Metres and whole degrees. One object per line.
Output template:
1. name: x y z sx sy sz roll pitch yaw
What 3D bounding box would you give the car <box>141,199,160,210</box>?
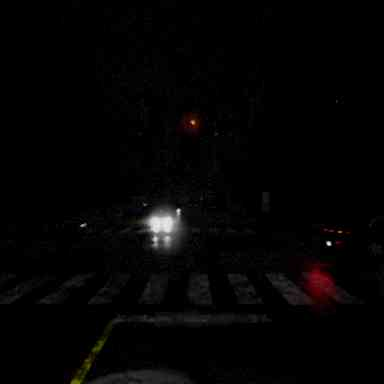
1. car: -5.302 1.586 43.162 1.947 1.339 4.313 0 0 0

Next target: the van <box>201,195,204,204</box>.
1. van: 2.819 1.365 53.956 1.690 1.788 3.998 0 0 0

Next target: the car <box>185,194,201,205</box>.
1. car: 0.192 1.573 57.597 2.033 1.411 5.357 0 0 1

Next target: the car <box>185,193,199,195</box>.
1. car: 0.163 1.522 67.547 2.128 1.511 4.902 0 0 0

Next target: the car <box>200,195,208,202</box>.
1. car: 2.861 1.559 81.157 1.752 1.417 4.829 0 0 0

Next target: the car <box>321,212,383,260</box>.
1. car: 7.034 1.477 11.689 4.892 1.490 1.837 0 -2 -10

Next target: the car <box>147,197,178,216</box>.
1. car: -2.770 1.507 32.426 2.128 1.511 4.902 0 0 0

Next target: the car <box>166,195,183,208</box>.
1. car: -2.714 1.528 49.002 1.837 1.490 4.892 0 0 0

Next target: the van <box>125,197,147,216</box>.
1. van: -5.331 1.357 32.349 1.690 1.788 3.998 0 0 0

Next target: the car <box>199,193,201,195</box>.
1. car: 2.828 1.341 59.363 2.192 1.841 5.009 0 0 0

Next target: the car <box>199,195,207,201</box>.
1. car: 2.868 1.476 86.393 1.967 1.590 4.097 0 0 0

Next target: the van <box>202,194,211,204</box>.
1. van: 2.836 1.369 64.769 1.690 1.788 3.998 0 0 0

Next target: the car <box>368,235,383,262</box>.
1. car: 2.636 1.315 0.367 2.192 1.841 5.009 0 0 0

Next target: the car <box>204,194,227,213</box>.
1. car: 2.795 1.333 37.737 2.192 1.841 5.009 0 0 0

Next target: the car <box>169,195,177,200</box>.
1. car: -5.170 1.621 91.818 1.802 1.307 4.206 0 0 0
